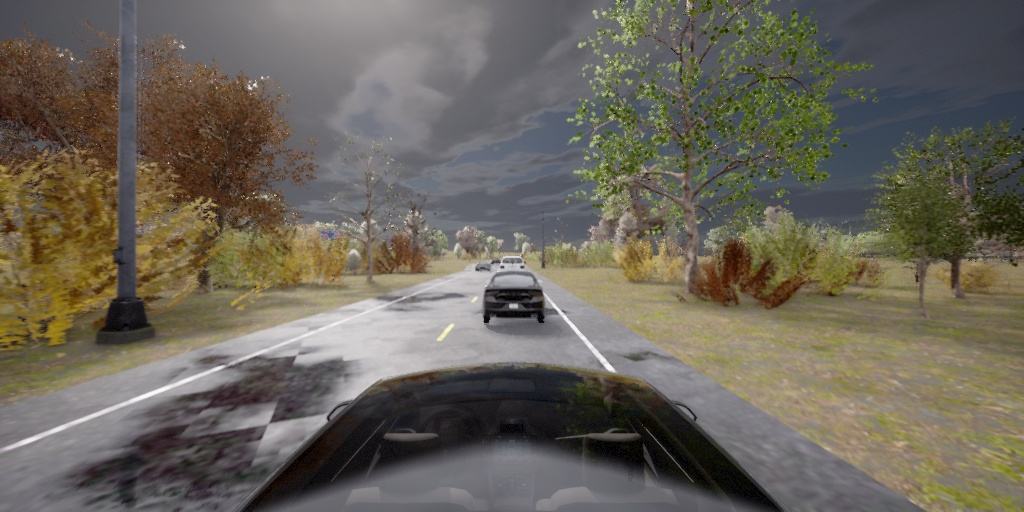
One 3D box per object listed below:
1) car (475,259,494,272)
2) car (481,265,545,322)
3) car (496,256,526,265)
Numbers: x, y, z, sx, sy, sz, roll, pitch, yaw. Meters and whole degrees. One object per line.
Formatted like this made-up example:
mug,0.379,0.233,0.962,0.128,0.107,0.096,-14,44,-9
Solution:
car,-3.872,1.441,48.306,1.994,1.385,4.181,0,0,-2
car,0.064,1.261,12.545,1.882,1.535,5.008,0,0,0
car,0.022,1.060,31.111,2.150,2.045,5.566,0,0,0
